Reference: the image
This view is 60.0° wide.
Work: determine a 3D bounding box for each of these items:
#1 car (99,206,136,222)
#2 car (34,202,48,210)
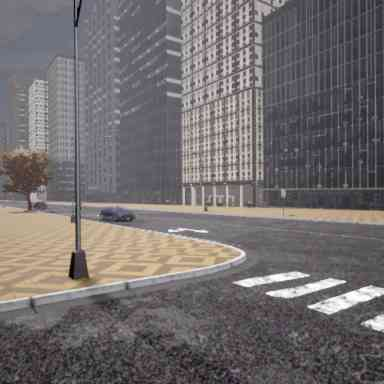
[{"bbox_3d":[-7.201,2.049,31.720,2.033,1.411,5.357,-1,-1,-35],"label":"car"},{"bbox_3d":[-28.280,2.597,62.209,1.837,1.490,4.892,-1,0,-35],"label":"car"}]
